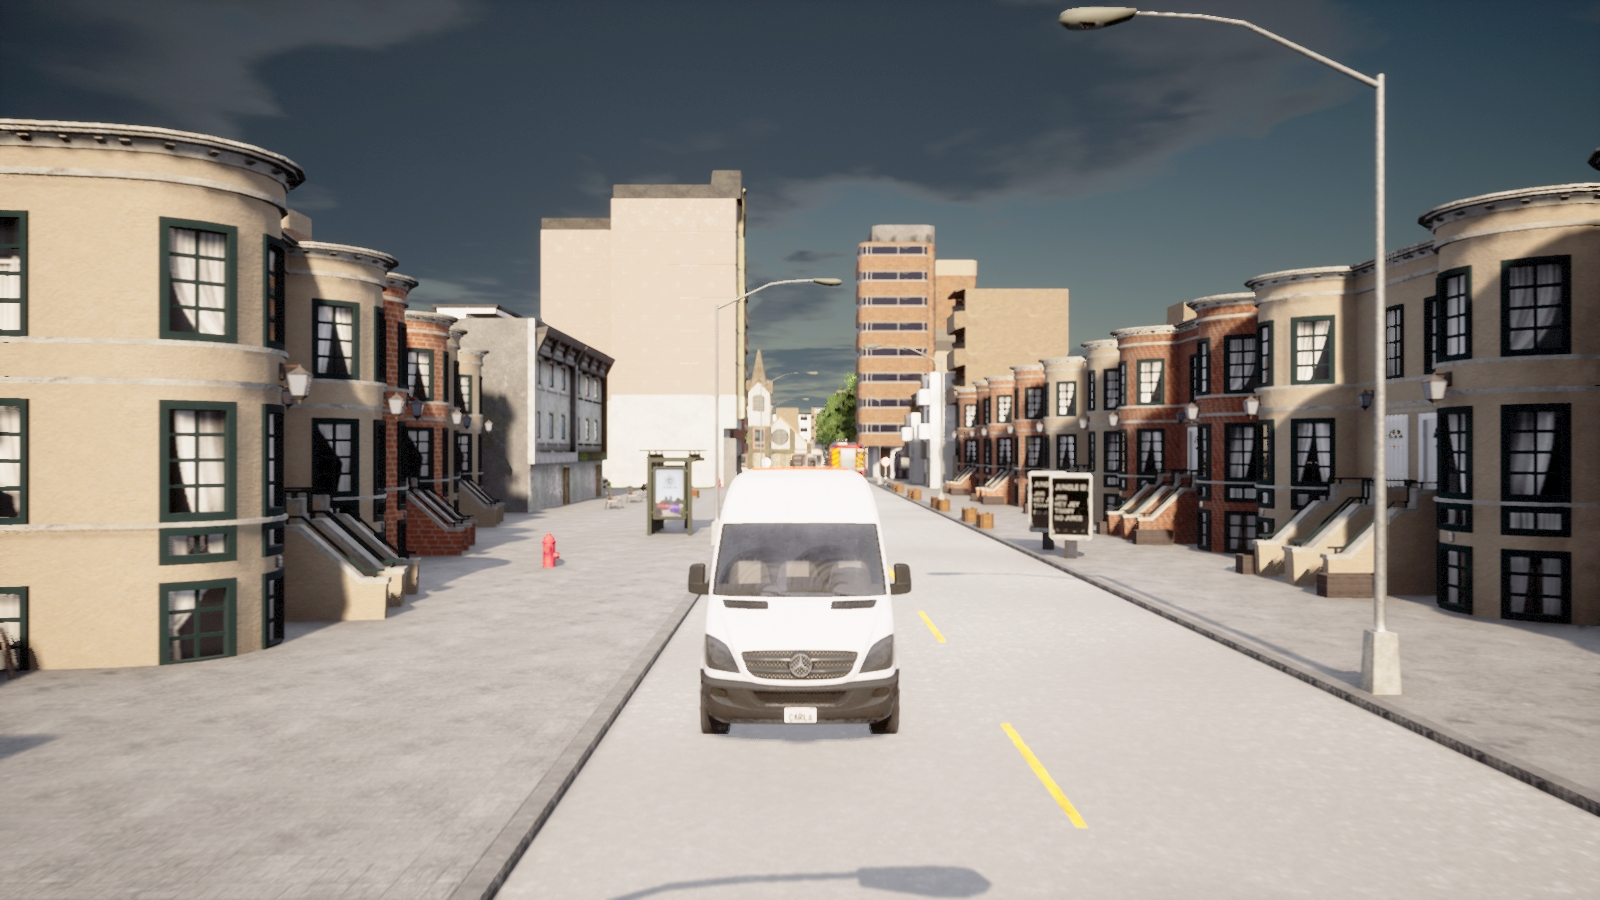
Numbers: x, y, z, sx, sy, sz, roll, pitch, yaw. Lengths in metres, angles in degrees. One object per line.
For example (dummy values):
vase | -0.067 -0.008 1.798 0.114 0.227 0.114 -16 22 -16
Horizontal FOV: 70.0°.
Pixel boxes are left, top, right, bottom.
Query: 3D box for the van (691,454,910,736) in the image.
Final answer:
van | 0.004 1.329 13.365 1.988 2.561 5.915 0 0 0
